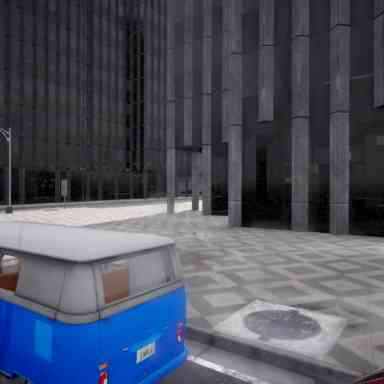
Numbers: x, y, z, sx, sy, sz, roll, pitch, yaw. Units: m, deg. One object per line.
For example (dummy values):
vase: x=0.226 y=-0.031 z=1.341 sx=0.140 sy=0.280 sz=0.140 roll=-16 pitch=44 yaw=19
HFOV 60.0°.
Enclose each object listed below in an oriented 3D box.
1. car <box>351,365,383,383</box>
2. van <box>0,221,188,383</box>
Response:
car: x=2.543 y=1.440 z=1.153 sx=4.097 sy=1.590 sz=1.967 roll=0 pitch=0 yaw=35
van: x=-1.957 y=1.341 z=4.357 sx=3.998 sy=1.788 sz=1.690 roll=0 pitch=0 yaw=35
